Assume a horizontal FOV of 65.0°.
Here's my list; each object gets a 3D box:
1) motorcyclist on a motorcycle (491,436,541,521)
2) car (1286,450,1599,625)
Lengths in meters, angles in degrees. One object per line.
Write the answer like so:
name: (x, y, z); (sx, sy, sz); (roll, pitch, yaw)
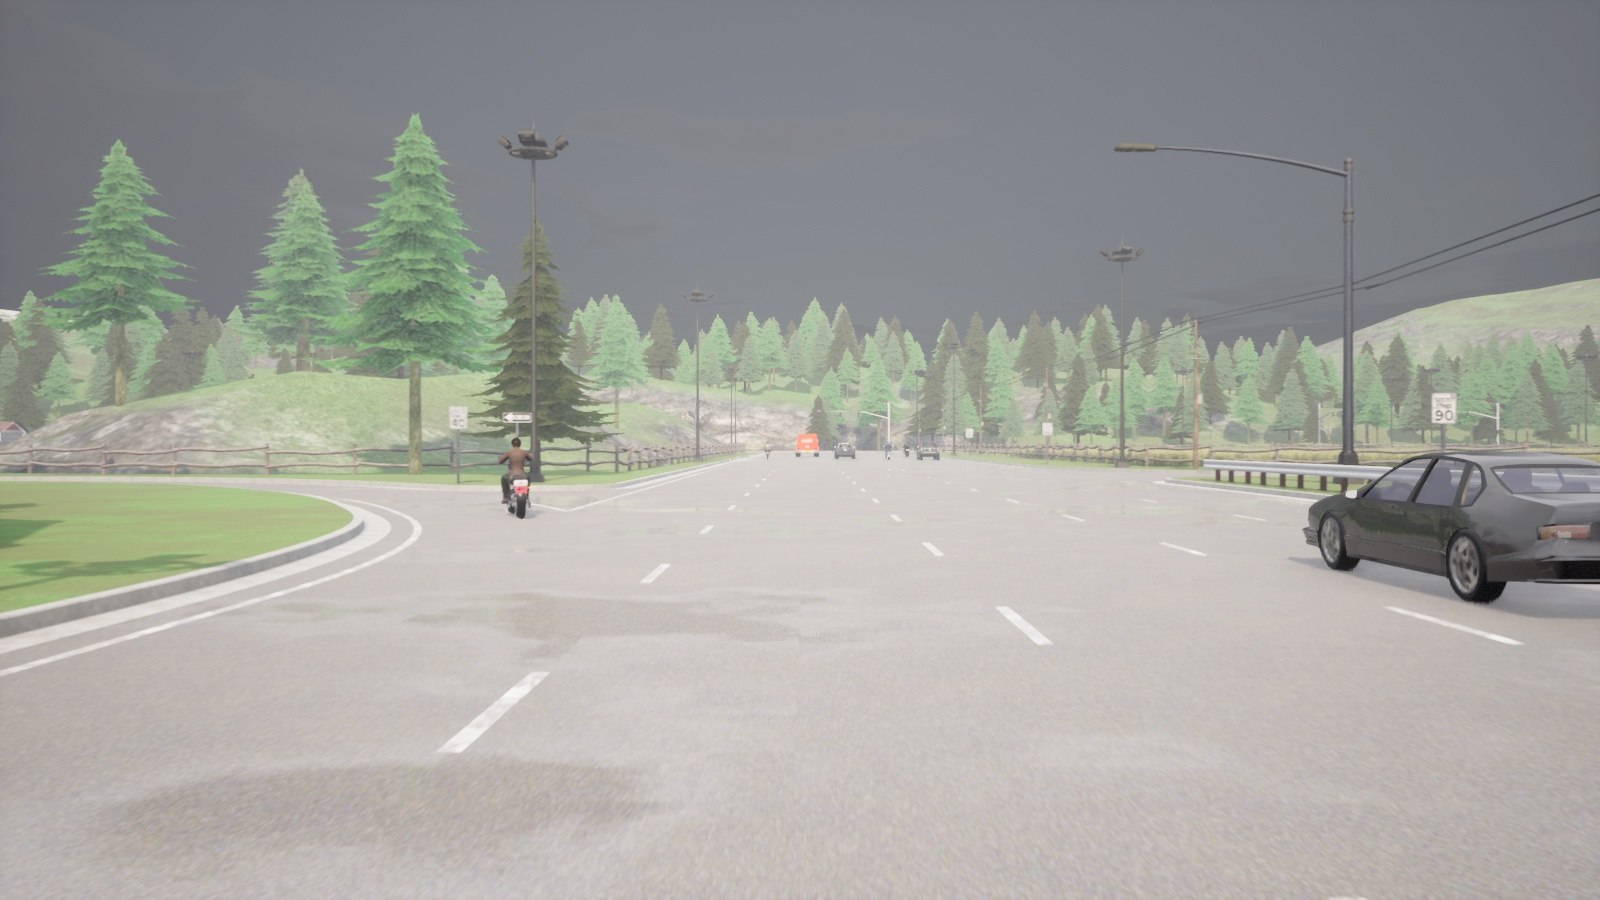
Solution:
motorcyclist on a motorcycle: (-5.871, 0.545, 25.877); (0.766, 1.649, 2.350); (-1, 1, -18)
car: (7.089, 0.726, 13.024); (2.033, 1.411, 5.357); (0, 0, 0)
